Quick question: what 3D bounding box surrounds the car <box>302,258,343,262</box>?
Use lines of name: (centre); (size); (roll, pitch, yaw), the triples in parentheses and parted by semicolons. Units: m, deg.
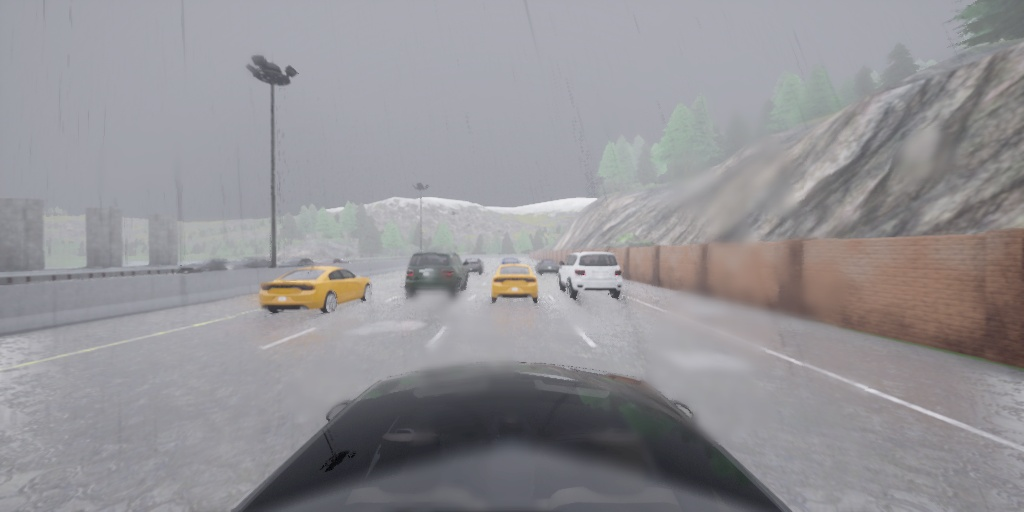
car: (-17.861, 0.910, 34.968); (1.882, 1.535, 5.008); (0, 0, -1)

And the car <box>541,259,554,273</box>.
car: (3.345, 1.013, 34.379); (1.994, 1.385, 4.181); (0, 1, -1)

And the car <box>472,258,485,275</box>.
car: (-3.640, 0.943, 33.668); (2.128, 1.511, 4.902); (0, 1, -1)

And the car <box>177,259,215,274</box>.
car: (-28.337, 0.986, 33.783); (2.033, 1.411, 5.357); (0, 1, -1)

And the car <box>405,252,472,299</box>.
car: (-3.398, 0.827, 17.088); (2.150, 2.045, 5.566); (0, 1, 0)

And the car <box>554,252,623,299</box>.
car: (3.601, 0.829, 17.310); (2.150, 2.045, 5.566); (0, 1, 0)

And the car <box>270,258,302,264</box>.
car: (-21.376, 0.931, 35.693); (1.837, 1.490, 4.892); (0, 0, -1)

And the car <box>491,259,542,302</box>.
car: (0.103, 1.094, 16.118); (1.882, 1.535, 5.008); (0, 1, 0)

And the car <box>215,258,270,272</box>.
car: (-24.838, 0.932, 33.950); (2.128, 1.511, 4.902); (0, 0, -1)

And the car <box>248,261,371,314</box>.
car: (-6.892, 1.117, 13.237); (1.882, 1.535, 5.008); (0, 1, 0)
